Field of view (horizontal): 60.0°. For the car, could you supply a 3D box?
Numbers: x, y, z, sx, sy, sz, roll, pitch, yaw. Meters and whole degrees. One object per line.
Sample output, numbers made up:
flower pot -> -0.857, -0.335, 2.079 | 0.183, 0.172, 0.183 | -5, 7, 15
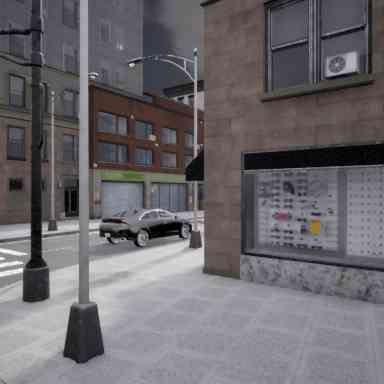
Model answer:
car -> -1.886, 1.459, 14.956 | 2.128, 1.511, 4.902 | 0, 0, 35
